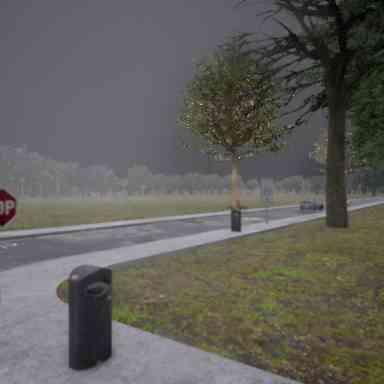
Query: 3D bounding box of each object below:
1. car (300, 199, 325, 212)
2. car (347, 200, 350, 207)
[{"bbox_3d":[14.387,1.545,39.613,2.128,1.511,4.902,0,0,36],"label":"car"},{"bbox_3d":[23.303,1.584,52.028,1.812,1.442,4.674,0,0,35],"label":"car"}]
